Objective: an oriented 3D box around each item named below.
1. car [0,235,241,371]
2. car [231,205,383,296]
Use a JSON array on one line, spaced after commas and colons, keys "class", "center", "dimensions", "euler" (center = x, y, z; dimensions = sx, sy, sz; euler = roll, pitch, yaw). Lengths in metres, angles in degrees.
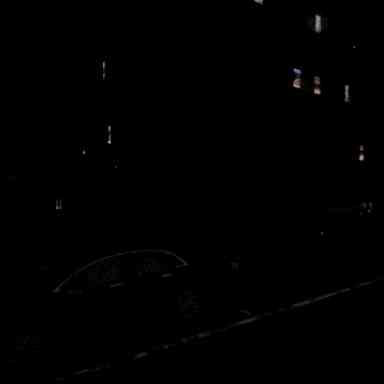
[{"class": "car", "center": [-1.538, 1.550, 5.608], "dimensions": [4.403, 1.369, 2.008], "euler": [0, 1, -35]}, {"class": "car", "center": [2.997, 1.309, 8.838], "dimensions": [5.009, 1.841, 2.192], "euler": [0, 1, -35]}]
